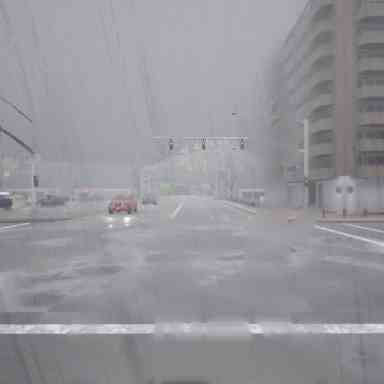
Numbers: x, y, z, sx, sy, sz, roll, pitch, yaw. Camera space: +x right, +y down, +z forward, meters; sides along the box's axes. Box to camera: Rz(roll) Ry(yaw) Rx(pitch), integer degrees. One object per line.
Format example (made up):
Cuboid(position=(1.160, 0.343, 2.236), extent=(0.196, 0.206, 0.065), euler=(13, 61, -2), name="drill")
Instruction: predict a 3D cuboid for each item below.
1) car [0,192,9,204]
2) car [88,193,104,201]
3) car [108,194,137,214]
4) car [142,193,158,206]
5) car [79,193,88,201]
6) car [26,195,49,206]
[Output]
Cuboid(position=(-43.692, 1.149, 74.720), extent=(1.905, 1.878, 3.866), euler=(0, 0, 0), name="car")
Cuboid(position=(-21.174, 1.146, 74.661), extent=(1.932, 1.855, 4.605), euler=(0, 0, 0), name="car")
Cuboid(position=(-7.159, 1.212, 34.890), extent=(2.150, 2.045, 5.566), euler=(0, 1, 0), name="car")
Cuboid(position=(-7.179, 1.215, 56.919), extent=(2.150, 2.045, 5.566), euler=(0, 0, 0), name="car")
Cuboid(position=(-24.069, 1.149, 74.721), extent=(1.905, 1.878, 3.866), euler=(0, 0, 0), name="car")
Cuboid(position=(-26.806, 1.390, 57.259), extent=(1.970, 1.475, 3.806), euler=(0, 0, 0), name="car")
